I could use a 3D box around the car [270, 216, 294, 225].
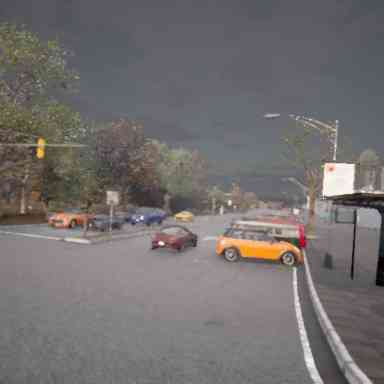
[{"bbox_3d":[20.468,6.415,75.679,4.674,1.452,2.002,5,-2,-4],"label":"car"}]

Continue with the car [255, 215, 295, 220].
[{"bbox_3d":[6.272,3.236,26.782,5.566,2.045,2.435,5,-2,-3],"label":"car"}]

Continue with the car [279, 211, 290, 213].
[{"bbox_3d":[23.866,6.812,87.209,5.566,2.045,2.435,5,-2,-4],"label":"car"}]

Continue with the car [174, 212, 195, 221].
[{"bbox_3d":[-1.156,3.771,50.927,1.882,1.535,5.008,4,-2,16],"label":"car"}]

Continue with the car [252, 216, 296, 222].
[{"bbox_3d":[5.358,3.071,23.891,5.566,2.045,2.435,5,-1,-3],"label":"car"}]

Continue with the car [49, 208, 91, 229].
[{"bbox_3d":[-10.525,2.227,29.638,2.097,1.767,4.553,4,-2,17],"label":"car"}]

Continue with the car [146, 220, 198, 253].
[{"bbox_3d":[-0.992,2.788,20.485,1.812,1.442,4.674,4,-2,17],"label":"car"}]

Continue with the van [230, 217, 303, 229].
[{"bbox_3d":[4.400,2.928,21.011,4.442,1.987,1.878,5,-1,-3],"label":"van"}]

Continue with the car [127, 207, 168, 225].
[{"bbox_3d":[-4.981,2.777,37.789,2.150,2.045,5.566,4,-2,16],"label":"car"}]

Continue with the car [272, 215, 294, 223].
[{"bbox_3d":[23.006,6.927,84.324,4.792,1.488,2.163,5,-2,-4],"label":"car"}]

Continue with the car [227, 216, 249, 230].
[{"bbox_3d":[6.311,4.125,45.104,2.128,1.511,4.902,4,-2,16],"label":"car"}]

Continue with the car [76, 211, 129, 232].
[{"bbox_3d":[-7.656,2.621,28.819,1.994,1.385,4.181,4,-2,17],"label":"car"}]

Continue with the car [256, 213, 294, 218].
[{"bbox_3d":[8.809,3.714,35.419,5.566,2.045,2.435,5,-2,-4],"label":"car"}]

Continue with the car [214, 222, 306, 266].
[{"bbox_3d":[3.588,2.873,18.144,4.553,1.767,2.185,5,-2,-3],"label":"car"}]

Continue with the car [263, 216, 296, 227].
[{"bbox_3d":[16.105,5.448,61.283,5.366,1.575,1.946,5,-2,-4],"label":"car"}]

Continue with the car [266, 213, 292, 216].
[{"bbox_3d":[12.088,4.481,46.920,4.553,1.767,2.185,5,-2,-4],"label":"car"}]

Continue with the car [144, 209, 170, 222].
[{"bbox_3d":[-5.028,3.396,48.339,1.882,1.535,5.008,4,-2,16],"label":"car"}]

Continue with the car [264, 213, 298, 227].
[{"bbox_3d":[17.120,5.395,64.175,5.566,2.045,2.435,5,-2,-4],"label":"car"}]

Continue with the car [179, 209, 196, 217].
[{"bbox_3d":[-0.718,3.942,62.832,1.994,1.385,4.181,4,-2,16],"label":"car"}]

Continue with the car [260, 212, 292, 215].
[{"bbox_3d":[13.832,4.697,52.687,5.566,2.045,2.435,5,-2,-4],"label":"car"}]

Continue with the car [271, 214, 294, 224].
[{"bbox_3d":[21.347,6.429,78.563,4.553,1.767,2.185,5,-2,-4],"label":"car"}]

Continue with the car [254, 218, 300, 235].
[{"bbox_3d":[10.442,4.284,41.157,4.892,1.521,2.231,5,-2,-4],"label":"car"}]

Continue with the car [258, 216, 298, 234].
[{"bbox_3d":[11.316,4.322,44.040,4.553,1.767,2.185,5,-2,-4],"label":"car"}]
